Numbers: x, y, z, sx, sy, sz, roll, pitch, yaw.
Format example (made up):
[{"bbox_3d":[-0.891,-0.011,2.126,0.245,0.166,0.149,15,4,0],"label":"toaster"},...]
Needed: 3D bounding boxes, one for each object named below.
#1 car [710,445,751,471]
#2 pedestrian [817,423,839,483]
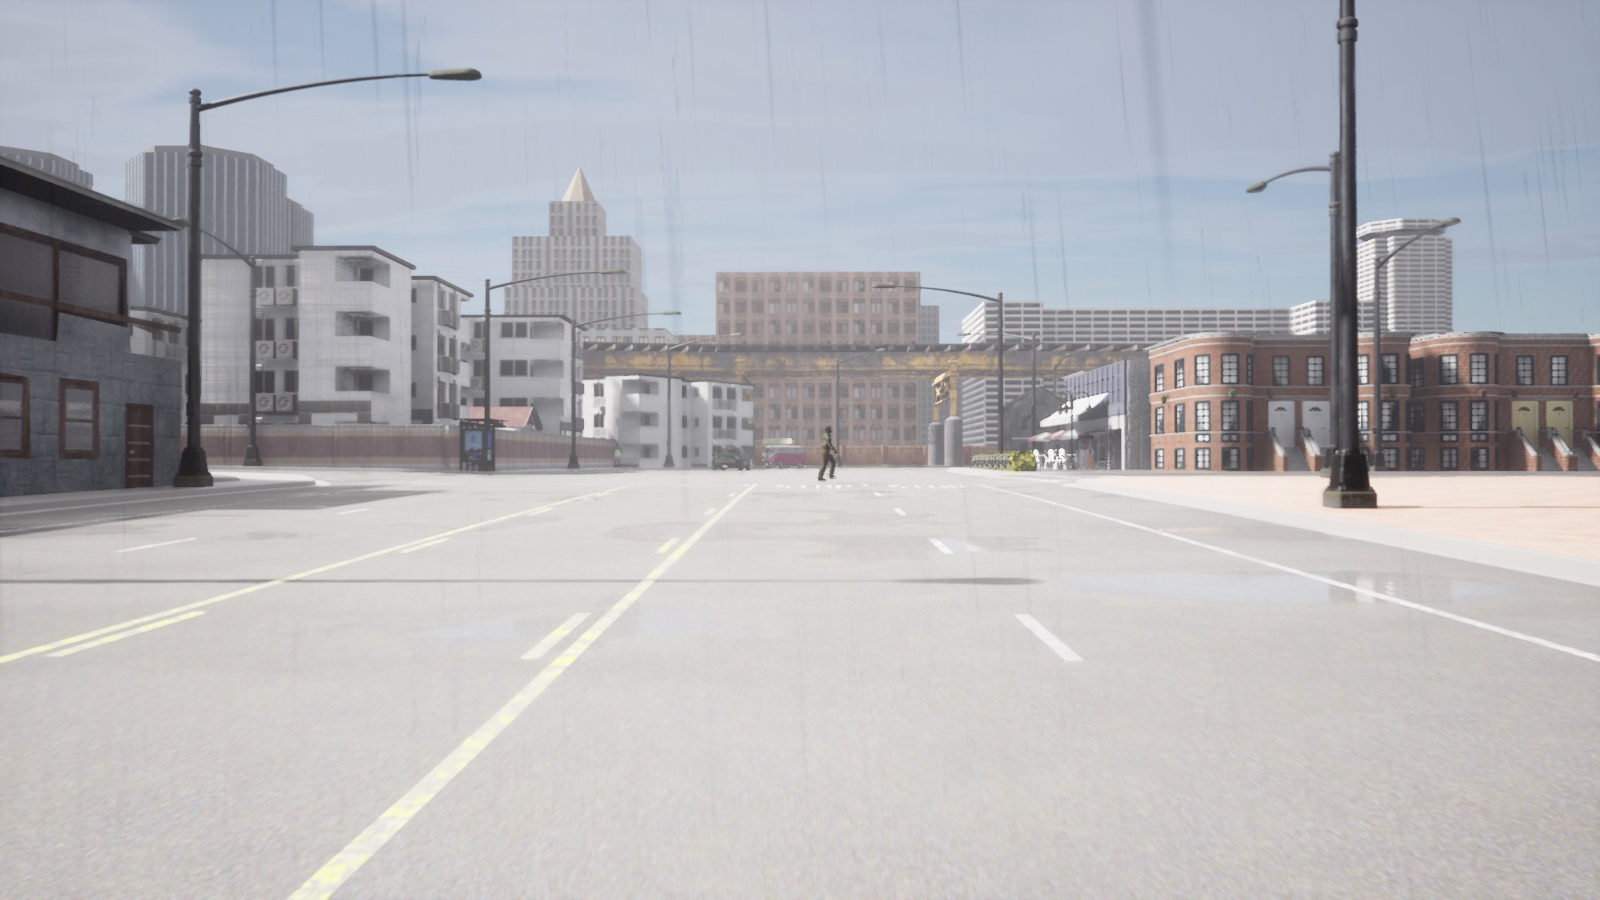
[{"bbox_3d":[-4.834,0.581,87.751,2.097,1.767,4.553,0,0,7],"label":"car"},{"bbox_3d":[0.922,0.108,40.853,0.692,1.930,0.395,0,0,-3],"label":"pedestrian"}]
